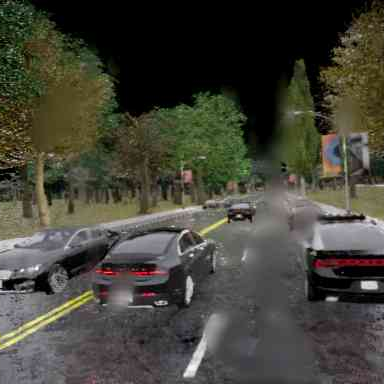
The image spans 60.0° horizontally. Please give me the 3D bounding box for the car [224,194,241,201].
[{"bbox_3d":[6.059,1.402,48.555,2.150,2.045,5.566,-3,0,14],"label":"car"}]

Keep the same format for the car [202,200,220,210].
[{"bbox_3d":[2.883,1.883,49.171,2.033,1.411,5.357,-3,0,14],"label":"car"}]

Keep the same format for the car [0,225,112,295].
[{"bbox_3d":[-3.780,1.781,9.785,2.128,1.511,4.902,-3,-1,14],"label":"car"}]

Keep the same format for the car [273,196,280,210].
[{"bbox_3d":[11.183,1.490,41.869,1.895,1.301,4.718,-3,0,14],"label":"car"}]

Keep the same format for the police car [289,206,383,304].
[{"bbox_3d":[3.589,1.353,8.076,1.930,1.638,5.238,-3,-1,14],"label":"police car"}]

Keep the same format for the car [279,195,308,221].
[{"bbox_3d":[7.489,1.253,23.450,2.097,1.767,4.553,-3,-1,14],"label":"car"}]

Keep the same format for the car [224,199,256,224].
[{"bbox_3d":[3.980,1.571,26.344,1.882,1.535,5.008,-3,-1,14],"label":"car"}]

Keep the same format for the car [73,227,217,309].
[{"bbox_3d":[-0.614,1.630,8.252,1.837,1.490,4.892,-3,-1,14],"label":"car"}]

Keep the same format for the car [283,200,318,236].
[{"bbox_3d":[6.028,1.419,17.662,1.837,1.490,4.892,-3,-1,14],"label":"car"}]
